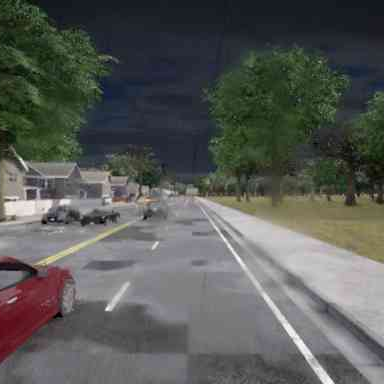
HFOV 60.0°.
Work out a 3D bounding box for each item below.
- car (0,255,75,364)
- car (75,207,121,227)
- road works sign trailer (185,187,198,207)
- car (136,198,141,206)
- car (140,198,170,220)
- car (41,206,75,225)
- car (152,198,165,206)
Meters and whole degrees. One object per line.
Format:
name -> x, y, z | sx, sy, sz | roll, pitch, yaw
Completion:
car -> -3.166, 1.561, 4.541 | 1.812, 1.442, 4.674 | 0, 0, 0
car -> -6.601, 1.786, 24.203 | 1.895, 1.301, 4.718 | 0, 0, 0
road works sign trailer -> -0.006, 0.942, 62.196 | 2.380, 3.560, 2.880 | 0, 0, 0
car -> -9.766, 1.982, 66.049 | 1.882, 1.535, 5.008 | 0, 0, 0
car -> -3.154, 1.585, 30.619 | 2.097, 1.767, 4.553 | 0, -1, 0
car -> -9.851, 1.759, 25.455 | 1.994, 1.385, 4.181 | 0, 0, 0
car -> -6.516, 2.015, 65.636 | 2.128, 1.511, 4.902 | 0, 0, 0
